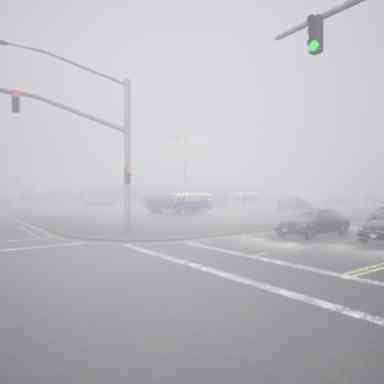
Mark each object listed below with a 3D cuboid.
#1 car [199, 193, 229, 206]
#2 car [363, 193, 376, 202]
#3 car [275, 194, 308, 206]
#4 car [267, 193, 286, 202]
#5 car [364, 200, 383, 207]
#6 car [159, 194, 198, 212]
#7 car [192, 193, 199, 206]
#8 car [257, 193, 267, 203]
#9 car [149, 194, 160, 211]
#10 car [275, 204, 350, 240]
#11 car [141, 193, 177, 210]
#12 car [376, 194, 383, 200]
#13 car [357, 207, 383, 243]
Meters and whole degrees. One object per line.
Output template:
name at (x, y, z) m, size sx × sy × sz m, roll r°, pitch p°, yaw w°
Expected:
car at (4.127, 1.142, 60.370) m, size 4.605 × 1.855 × 1.932 m, roll 0°, pitch 0°, yaw -35°
car at (29.783, 1.122, 54.511) m, size 3.866 × 1.878 × 1.905 m, roll 0°, pitch 0°, yaw -35°
car at (13.962, 1.382, 46.629) m, size 3.806 × 1.475 × 1.970 m, roll 0°, pitch 0°, yaw -35°
car at (18.417, 1.124, 70.508) m, size 3.866 × 1.878 × 1.905 m, roll 0°, pitch 0°, yaw -35°
car at (13.778, 1.506, 22.398) m, size 4.892 × 1.490 × 1.837 m, roll 0°, pitch 0°, yaw -35°
car at (-1.697, 1.400, 42.614) m, size 3.806 × 1.475 × 1.970 m, roll 0°, pitch 0°, yaw -35°
car at (2.507, 1.352, 62.771) m, size 3.905 × 1.438 × 1.784 m, roll 0°, pitch 0°, yaw -35°
car at (16.753, 1.363, 72.878) m, size 3.806 × 1.475 × 1.970 m, roll 0°, pitch 0°, yaw -35°
car at (-3.369, 1.369, 44.977) m, size 3.905 × 1.438 × 1.784 m, roll 0°, pitch 0°, yaw -35°
car at (6.292, 1.538, 17.061) m, size 4.674 × 1.442 × 1.812 m, roll 0°, pitch 0°, yaw -35°
car at (-4.960, 1.159, 47.138) m, size 4.605 × 1.855 × 1.932 m, roll 0°, pitch 0°, yaw -35°
car at (31.411, 1.119, 52.117) m, size 4.605 × 1.855 × 1.932 m, roll 0°, pitch 0°, yaw -35°
car at (9.397, 1.536, 14.971) m, size 4.674 × 1.442 × 1.812 m, roll 0°, pitch 0°, yaw -34°
